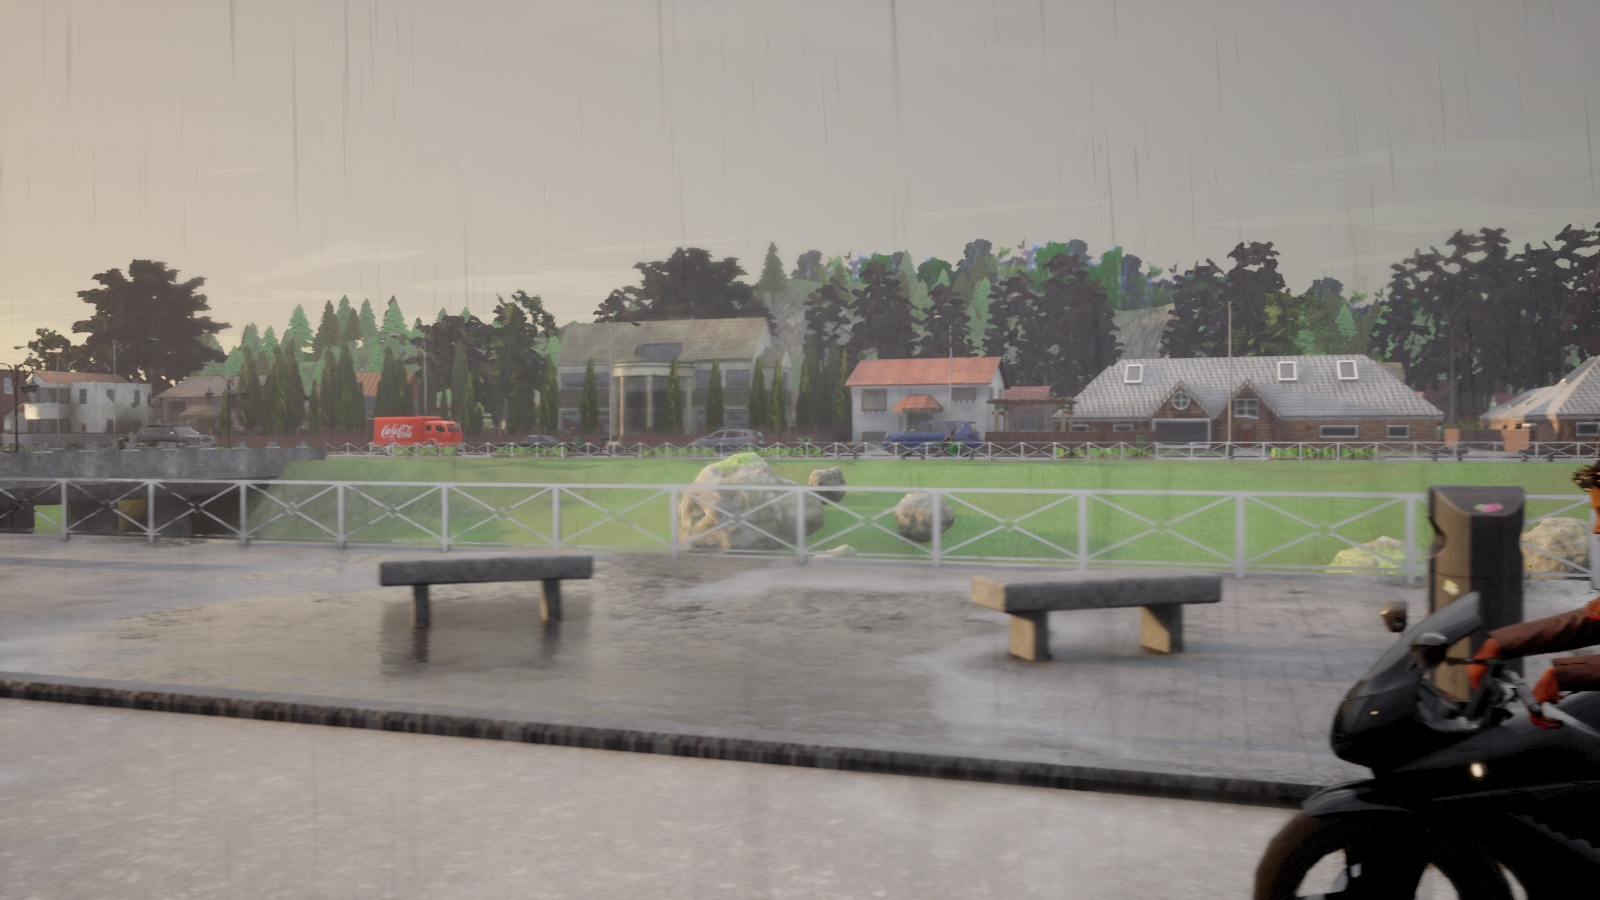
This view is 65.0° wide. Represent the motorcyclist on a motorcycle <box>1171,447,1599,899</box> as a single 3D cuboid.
[{"bbox_3d":[1.984,0.767,3.054,2.044,1.523,0.797,1,1,19],"label":"motorcyclist on a motorcycle"}]

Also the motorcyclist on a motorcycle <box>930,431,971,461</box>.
[{"bbox_3d":[7.926,-0.220,66.107,2.044,1.523,0.797,1,1,19],"label":"motorcyclist on a motorcycle"}]

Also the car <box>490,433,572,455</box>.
[{"bbox_3d":[-16.836,-0.396,78.667,4.718,1.301,1.895,1,1,19],"label":"car"}]

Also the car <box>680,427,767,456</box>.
[{"bbox_3d":[-4.526,-0.540,74.518,4.611,1.667,2.242,1,1,19],"label":"car"}]

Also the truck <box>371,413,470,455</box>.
[{"bbox_3d":[-23.122,-0.973,76.554,5.204,2.467,2.627,1,1,19],"label":"truck"}]

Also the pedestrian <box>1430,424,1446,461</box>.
[{"bbox_3d":[33.207,-0.385,65.335,0.692,1.930,0.396,1,1,19],"label":"pedestrian"}]

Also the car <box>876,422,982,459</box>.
[{"bbox_3d":[7.253,-0.557,70.551,5.566,2.045,2.150,1,1,19],"label":"car"}]

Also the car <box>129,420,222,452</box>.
[{"bbox_3d":[-41.084,-0.932,82.604,5.566,2.045,2.150,1,1,19],"label":"car"}]
